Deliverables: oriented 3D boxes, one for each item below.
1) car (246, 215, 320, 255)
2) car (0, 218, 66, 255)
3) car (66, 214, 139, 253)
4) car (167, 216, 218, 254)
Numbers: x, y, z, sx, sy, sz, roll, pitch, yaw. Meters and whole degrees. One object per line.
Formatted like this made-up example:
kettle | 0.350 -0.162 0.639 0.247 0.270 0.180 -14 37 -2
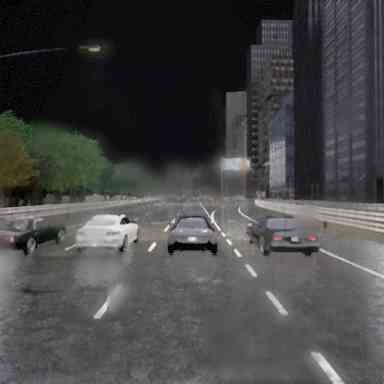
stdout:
car | 3.525 1.679 13.808 2.033 1.411 5.357 0 -1 0
car | -6.974 1.733 13.962 1.895 1.301 4.718 0 -1 0
car | -3.470 1.661 14.208 1.812 1.442 4.674 0 0 0
car | 0.030 1.698 14.119 1.994 1.385 4.181 0 0 0
